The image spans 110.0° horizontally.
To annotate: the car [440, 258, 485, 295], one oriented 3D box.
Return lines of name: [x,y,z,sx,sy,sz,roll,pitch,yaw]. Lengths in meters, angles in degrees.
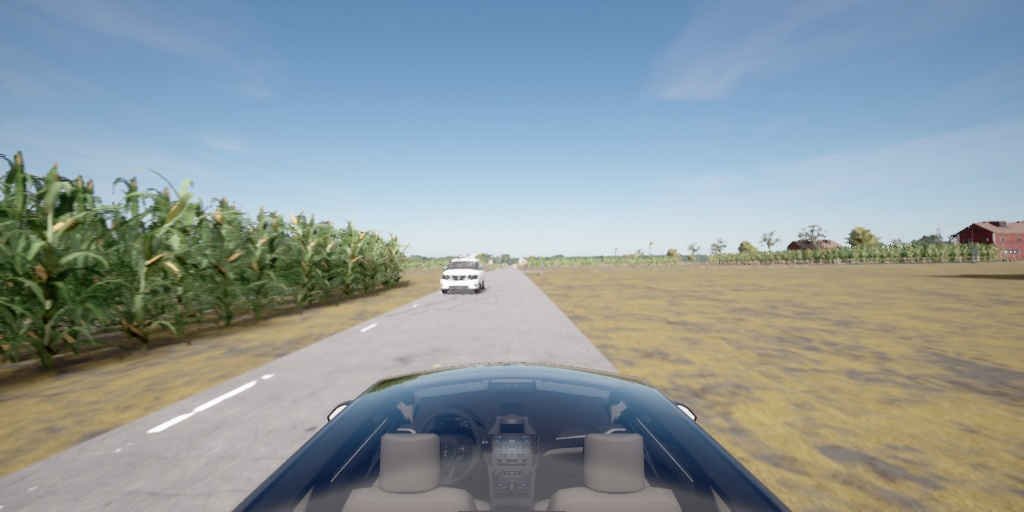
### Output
car: [-2.853,1.161,21.876,2.150,2.045,5.566,0,-1,0]
